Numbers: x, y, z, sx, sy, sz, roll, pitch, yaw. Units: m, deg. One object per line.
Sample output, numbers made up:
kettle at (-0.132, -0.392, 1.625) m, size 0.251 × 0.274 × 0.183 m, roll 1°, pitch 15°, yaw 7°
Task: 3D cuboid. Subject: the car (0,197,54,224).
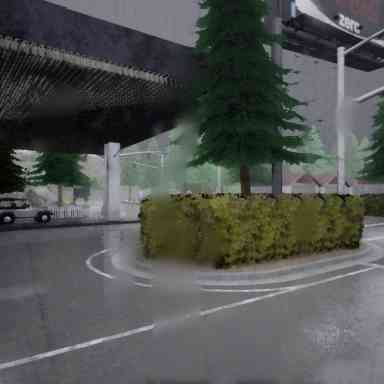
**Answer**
car at (-11.982, 1.313, 23.468) m, size 3.866 × 1.878 × 1.905 m, roll 0°, pitch 0°, yaw -36°
